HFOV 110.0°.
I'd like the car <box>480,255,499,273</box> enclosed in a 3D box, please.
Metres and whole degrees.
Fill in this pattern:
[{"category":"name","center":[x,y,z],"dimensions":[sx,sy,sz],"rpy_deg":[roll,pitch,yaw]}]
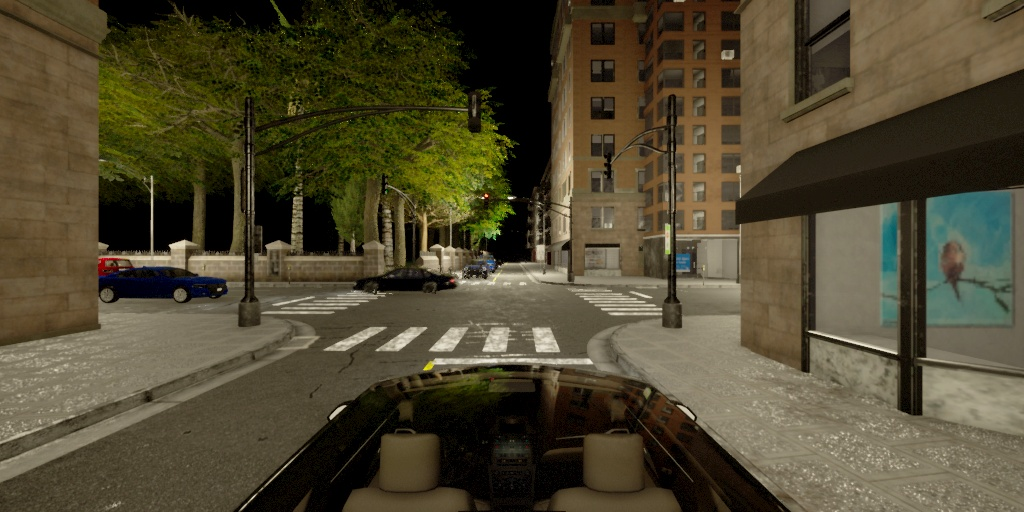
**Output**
[{"category":"car","center":[-3.045,0.931,41.962],"dimensions":[2.150,2.045,5.566],"rpy_deg":[0,0,0]}]

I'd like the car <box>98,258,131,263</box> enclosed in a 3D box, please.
[{"category":"car","center":[-25.922,1.033,21.815],"dimensions":[5.009,1.841,2.192],"rpy_deg":[0,0,1]}]

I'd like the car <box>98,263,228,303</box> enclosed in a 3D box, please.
[{"category":"car","center":[-15.471,1.211,15.897],"dimensions":[5.008,1.535,1.882],"rpy_deg":[0,0,0]}]

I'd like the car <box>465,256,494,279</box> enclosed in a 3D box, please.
[{"category":"car","center":[-3.088,1.080,32.198],"dimensions":[2.097,1.767,4.553],"rpy_deg":[0,0,1]}]

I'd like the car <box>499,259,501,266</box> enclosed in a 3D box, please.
[{"category":"car","center":[-3.018,1.166,52.127],"dimensions":[1.882,1.535,5.008],"rpy_deg":[0,0,0]}]

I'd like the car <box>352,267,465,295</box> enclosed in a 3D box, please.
[{"category":"car","center":[-5.467,1.291,18.967],"dimensions":[5.357,1.411,2.033],"rpy_deg":[0,0,1]}]
